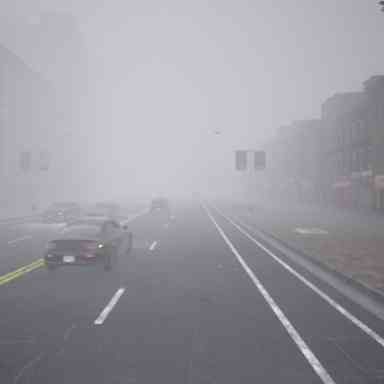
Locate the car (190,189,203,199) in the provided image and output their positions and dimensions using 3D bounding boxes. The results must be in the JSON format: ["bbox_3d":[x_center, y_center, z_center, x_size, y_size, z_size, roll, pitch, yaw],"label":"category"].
[{"bbox_3d":[1.151,0.520,68.377,2.097,1.767,4.553,0,1,0],"label":"car"}]

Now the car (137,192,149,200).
[{"bbox_3d":[-9.742,0.680,66.259,1.882,1.535,5.008,0,1,0],"label":"car"}]

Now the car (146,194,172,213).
[{"bbox_3d":[-3.143,1.287,33.869,1.837,1.490,4.892,0,1,0],"label":"car"}]

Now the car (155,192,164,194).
[{"bbox_3d":[-6.492,0.702,66.260,1.837,1.490,4.892,0,2,0],"label":"car"}]

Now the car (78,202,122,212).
[{"bbox_3d":[-6.594,1.455,25.369,2.033,1.411,5.357,0,1,0],"label":"car"}]

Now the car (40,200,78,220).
[{"bbox_3d":[-9.842,1.411,25.493,1.837,1.490,4.892,0,1,0],"label":"car"}]

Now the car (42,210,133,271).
[{"bbox_3d":[-3.155,1.538,10.838,1.812,1.442,4.674,0,0,0],"label":"car"}]

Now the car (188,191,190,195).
[{"bbox_3d":[0.018,0.207,87.209,1.837,1.490,4.892,0,1,0],"label":"car"}]
